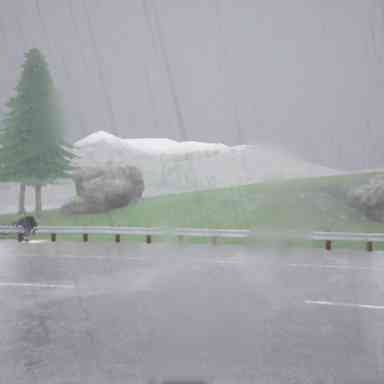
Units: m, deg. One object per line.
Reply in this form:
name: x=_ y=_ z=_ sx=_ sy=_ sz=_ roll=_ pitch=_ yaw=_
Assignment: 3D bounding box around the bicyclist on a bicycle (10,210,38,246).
bicyclist on a bicycle: x=-7.190 y=1.563 z=14.586 sx=0.582 sy=1.656 sz=1.620 roll=-6 pitch=4 yaw=-7
